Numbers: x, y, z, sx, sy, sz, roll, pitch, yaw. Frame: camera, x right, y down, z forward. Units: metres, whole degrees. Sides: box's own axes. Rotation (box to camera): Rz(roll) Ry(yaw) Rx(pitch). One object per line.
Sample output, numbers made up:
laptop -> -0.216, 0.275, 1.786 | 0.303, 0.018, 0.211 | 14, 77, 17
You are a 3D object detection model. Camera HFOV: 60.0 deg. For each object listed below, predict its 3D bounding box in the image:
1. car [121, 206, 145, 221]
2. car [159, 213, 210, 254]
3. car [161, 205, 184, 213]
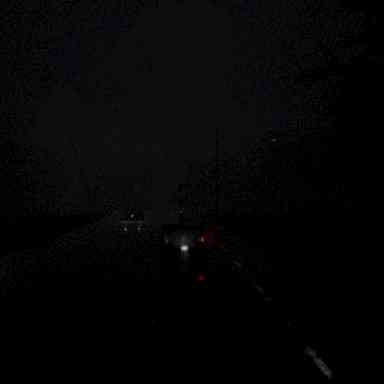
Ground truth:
car -> -5.480, 1.981, 31.393 | 1.994, 1.385, 4.181 | 1, -1, -6
car -> -0.380, 1.791, 14.429 | 1.895, 1.301, 4.718 | 0, -1, -3
car -> -1.775, 1.900, 30.479 | 1.882, 1.535, 5.008 | 0, -1, -6
